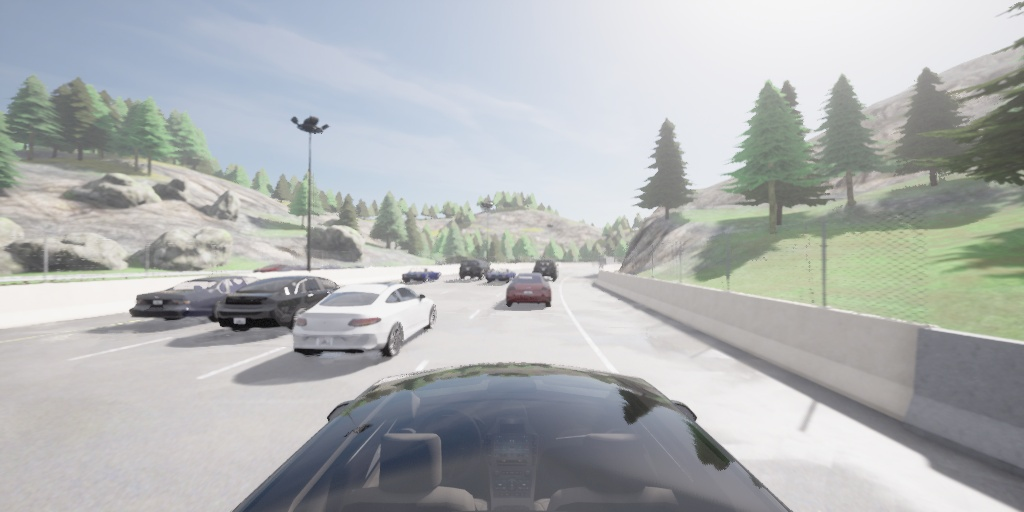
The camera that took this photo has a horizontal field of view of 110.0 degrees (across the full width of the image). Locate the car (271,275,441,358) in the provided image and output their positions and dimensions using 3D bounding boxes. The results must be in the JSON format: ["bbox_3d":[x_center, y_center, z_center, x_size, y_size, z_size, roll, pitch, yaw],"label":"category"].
[{"bbox_3d":[-3.192,1.349,8.600,1.812,1.442,4.674,0,0,2],"label":"car"}]

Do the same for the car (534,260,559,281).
[{"bbox_3d":[3.426,1.387,35.646,2.150,2.045,5.566,0,-1,11],"label":"car"}]

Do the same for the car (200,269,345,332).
[{"bbox_3d":[-6.571,1.353,11.228,1.837,1.490,4.892,0,0,3],"label":"car"}]

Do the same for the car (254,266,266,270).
[{"bbox_3d":[-27.577,1.632,41.831,1.882,1.535,5.008,0,-1,11],"label":"car"}]

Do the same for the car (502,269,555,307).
[{"bbox_3d":[0.847,1.497,16.852,1.994,1.385,4.181,0,-1,5],"label":"car"}]

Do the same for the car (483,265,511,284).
[{"bbox_3d":[-0.862,1.702,31.364,1.895,1.301,4.718,0,-1,9],"label":"car"}]

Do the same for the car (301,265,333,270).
[{"bbox_3d":[-20.712,1.706,40.638,2.033,1.411,5.357,0,-1,11],"label":"car"}]

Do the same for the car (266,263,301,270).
[{"bbox_3d":[-24.324,1.693,40.396,2.033,1.411,5.357,0,-1,11],"label":"car"}]

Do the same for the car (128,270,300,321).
[{"bbox_3d":[-10.005,1.403,12.785,2.033,1.411,5.357,0,-1,4],"label":"car"}]

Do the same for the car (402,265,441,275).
[{"bbox_3d":[-7.890,1.688,31.762,1.895,1.301,4.718,0,-1,9],"label":"car"}]

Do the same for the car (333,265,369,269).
[{"bbox_3d":[-17.285,1.721,39.740,1.994,1.385,4.181,0,-1,11],"label":"car"}]

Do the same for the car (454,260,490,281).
[{"bbox_3d":[-3.615,1.373,36.063,2.150,2.045,5.566,0,-1,11],"label":"car"}]
